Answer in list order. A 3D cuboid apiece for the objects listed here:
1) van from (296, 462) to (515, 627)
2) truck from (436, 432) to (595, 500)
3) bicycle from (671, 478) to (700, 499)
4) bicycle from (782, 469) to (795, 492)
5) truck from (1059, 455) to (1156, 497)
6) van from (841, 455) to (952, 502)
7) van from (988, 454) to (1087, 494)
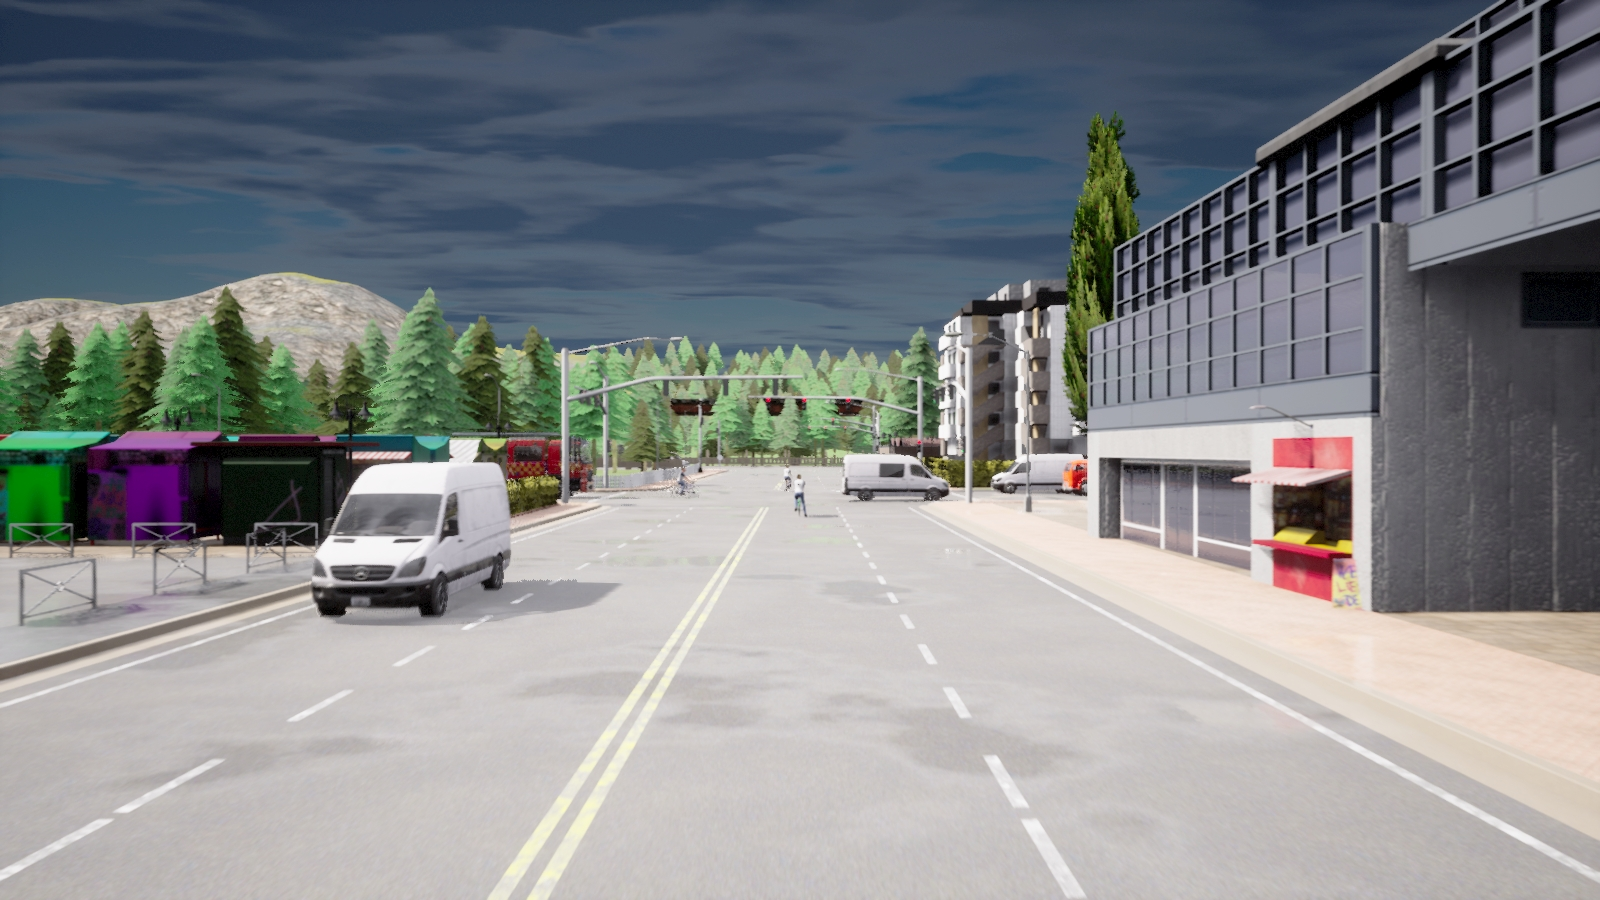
[{"bbox_3d":[-7.008,1.537,21.110,1.988,2.561,5.915,0,0,0],"label":"van"},{"bbox_3d":[-16.325,0.900,66.035,8.468,3.827,2.891,0,0,-1],"label":"truck"},{"bbox_3d":[-6.636,2.214,66.147,1.643,1.196,0.373,0,0,0],"label":"bicycle"},{"bbox_3d":[-0.781,2.066,76.891,0.373,1.496,1.643,-2,-1,16],"label":"bicycle"},{"bbox_3d":[18.849,1.576,70.287,5.204,2.467,2.627,0,0,-2],"label":"truck"},{"bbox_3d":[5.249,1.542,62.798,5.915,2.561,1.988,0,0,-2],"label":"van"},{"bbox_3d":[15.272,1.543,73.650,5.915,2.561,1.988,0,0,-2],"label":"van"}]
